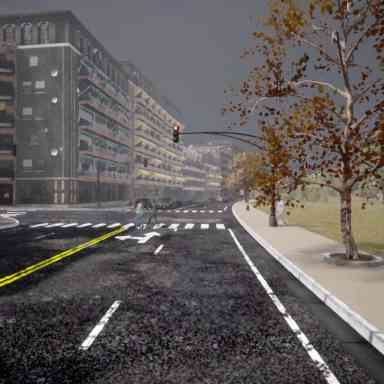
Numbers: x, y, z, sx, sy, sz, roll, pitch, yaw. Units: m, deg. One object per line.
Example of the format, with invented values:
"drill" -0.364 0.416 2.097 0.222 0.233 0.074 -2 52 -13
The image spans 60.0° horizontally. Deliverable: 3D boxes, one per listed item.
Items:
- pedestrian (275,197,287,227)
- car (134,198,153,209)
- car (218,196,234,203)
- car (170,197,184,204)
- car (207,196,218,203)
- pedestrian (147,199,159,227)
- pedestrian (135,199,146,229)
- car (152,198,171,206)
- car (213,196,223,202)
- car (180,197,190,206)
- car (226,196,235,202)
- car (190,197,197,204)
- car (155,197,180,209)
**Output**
"pedestrian" 5.402 1.165 20.350 0.375 1.860 0.375 0 0 3
"car" -6.760 1.628 47.288 1.837 1.490 4.892 0 0 7
"car" 7.864 1.844 77.134 2.033 1.411 5.357 0 0 11
"car" -3.160 1.799 71.183 2.033 1.411 5.357 0 0 10
"car" 4.666 1.830 77.716 2.128 1.511 4.902 0 0 11
"pedestrian" -2.509 1.320 21.404 0.375 1.860 0.375 0 0 3
"pedestrian" -3.187 1.319 20.238 0.375 1.860 0.375 0 0 3
"car" -5.285 1.732 58.408 2.033 1.411 5.357 0 0 8
"car" 6.784 1.811 87.859 1.882 1.535 5.008 0 0 13
"car" -2.174 1.780 57.228 1.895 1.301 4.718 0 0 9
"car" 10.052 1.864 87.570 1.812 1.442 4.674 0 0 13
"car" -0.133 1.793 69.648 2.033 1.411 5.357 0 0 10
"car" -3.524 1.475 46.970 2.097 1.767 4.553 0 0 7
